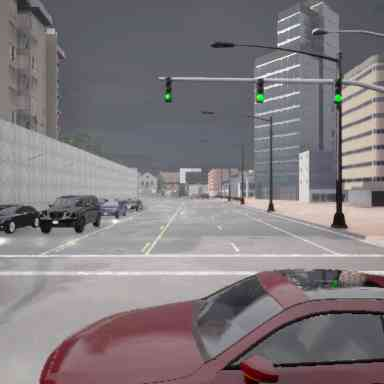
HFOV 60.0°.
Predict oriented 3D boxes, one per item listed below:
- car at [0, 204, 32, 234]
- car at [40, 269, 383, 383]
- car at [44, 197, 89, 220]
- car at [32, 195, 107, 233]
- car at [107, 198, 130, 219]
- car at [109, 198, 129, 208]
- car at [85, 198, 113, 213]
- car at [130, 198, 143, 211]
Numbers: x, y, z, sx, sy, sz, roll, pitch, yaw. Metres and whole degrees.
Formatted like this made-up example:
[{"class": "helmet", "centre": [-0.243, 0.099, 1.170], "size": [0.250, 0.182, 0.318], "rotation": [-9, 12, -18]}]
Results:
[{"class": "car", "centre": [-10.612, 1.505, 19.435], "size": [1.837, 1.490, 4.892], "rotation": [0, 0, 0]}, {"class": "car", "centre": [1.007, 1.531, 3.152], "size": [4.674, 1.442, 1.812], "rotation": [0, 0, 0]}, {"class": "car", "centre": [-10.618, 1.352, 28.503], "size": [2.097, 1.767, 4.553], "rotation": [0, 0, 0]}, {"class": "car", "centre": [-7.109, 1.221, 20.068], "size": [2.150, 2.045, 5.566], "rotation": [0, 0, 0]}, {"class": "car", "centre": [-7.117, 1.526, 29.708], "size": [1.812, 1.442, 4.674], "rotation": [0, 0, 0]}, {"class": "car", "centre": [-10.586, 1.601, 48.381], "size": [1.895, 1.301, 4.718], "rotation": [0, 0, 0]}, {"class": "car", "centre": [-10.618, 1.505, 38.321], "size": [1.837, 1.490, 4.892], "rotation": [0, 0, 0]}, {"class": "car", "centre": [-7.116, 1.491, 40.051], "size": [2.128, 1.511, 4.902], "rotation": [0, 0, 0]}]
